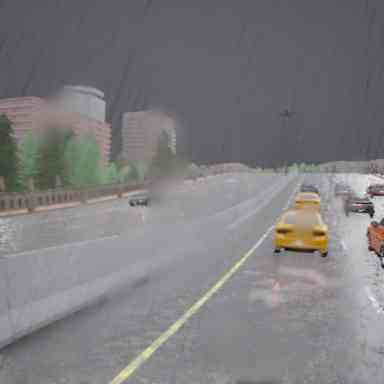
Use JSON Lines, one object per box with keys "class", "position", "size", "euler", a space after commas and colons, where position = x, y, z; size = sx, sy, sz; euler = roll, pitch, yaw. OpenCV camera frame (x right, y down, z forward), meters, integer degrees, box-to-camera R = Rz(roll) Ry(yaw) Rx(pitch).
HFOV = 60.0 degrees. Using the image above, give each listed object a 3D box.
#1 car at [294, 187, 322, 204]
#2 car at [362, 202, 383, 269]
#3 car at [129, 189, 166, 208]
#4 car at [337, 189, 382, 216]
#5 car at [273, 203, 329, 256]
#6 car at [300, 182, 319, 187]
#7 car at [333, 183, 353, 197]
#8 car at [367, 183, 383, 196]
{"class": "car", "position": [9.143, 0.784, 26.309], "size": [1.882, 1.535, 5.008], "euler": [1, 5, 21]}
{"class": "car", "position": [7.428, 1.490, 11.435], "size": [2.097, 1.767, 4.553], "euler": [1, 2, 20]}
{"class": "car", "position": [-4.107, 0.524, 31.118], "size": [1.837, 1.490, 4.892], "euler": [1, 5, 21]}
{"class": "car", "position": [12.361, 0.888, 24.921], "size": [2.128, 1.511, 4.902], "euler": [1, 5, 21]}
{"class": "car", "position": [4.548, 1.516, 13.738], "size": [1.882, 1.535, 5.008], "euler": [1, 2, 20]}
{"class": "car", "position": [13.497, -0.455, 38.190], "size": [2.128, 1.511, 4.902], "euler": [1, 7, 21]}
{"class": "car", "position": [16.530, -0.254, 36.330], "size": [2.033, 1.411, 5.357], "euler": [1, 6, 20]}
{"class": "car", "position": [20.098, -0.245, 35.859], "size": [1.994, 1.385, 4.181], "euler": [1, 6, 21]}
